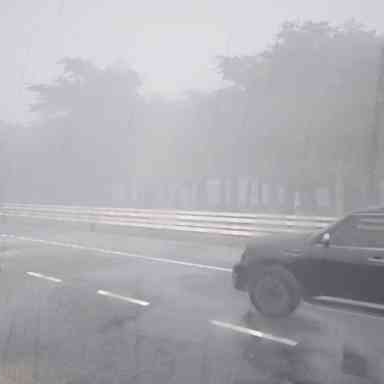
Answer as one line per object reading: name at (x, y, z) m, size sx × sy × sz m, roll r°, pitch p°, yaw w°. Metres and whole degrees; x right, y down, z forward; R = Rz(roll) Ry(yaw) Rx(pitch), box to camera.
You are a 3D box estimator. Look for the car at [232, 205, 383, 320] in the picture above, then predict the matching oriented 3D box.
car at (3.444, 1.223, 5.712) m, size 5.566 × 2.045 × 2.150 m, roll 0°, pitch 0°, yaw 35°
